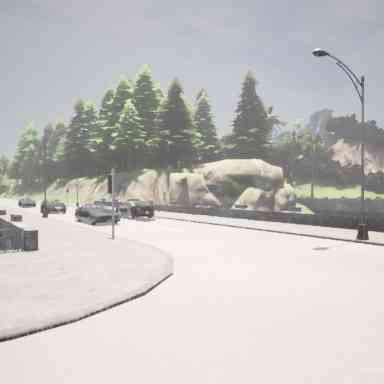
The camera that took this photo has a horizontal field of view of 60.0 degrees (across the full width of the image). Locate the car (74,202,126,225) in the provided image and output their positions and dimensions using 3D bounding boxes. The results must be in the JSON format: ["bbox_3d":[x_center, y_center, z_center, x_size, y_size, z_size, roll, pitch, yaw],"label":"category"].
[{"bbox_3d":[-7.014,1.552,24.221,2.033,1.411,5.357,0,0,-35],"label":"car"}]

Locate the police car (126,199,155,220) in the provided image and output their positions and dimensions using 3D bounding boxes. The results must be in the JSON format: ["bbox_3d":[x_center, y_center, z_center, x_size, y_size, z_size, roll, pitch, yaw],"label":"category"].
[{"bbox_3d":[-5.058,1.431,28.547,1.930,1.638,5.238,0,0,-35],"label":"police car"}]

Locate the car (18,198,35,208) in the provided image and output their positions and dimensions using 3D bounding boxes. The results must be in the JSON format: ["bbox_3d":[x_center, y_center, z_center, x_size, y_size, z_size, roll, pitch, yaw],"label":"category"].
[{"bbox_3d":[-24.058,1.565,48.371,2.033,1.411,5.357,0,0,-35],"label":"car"}]

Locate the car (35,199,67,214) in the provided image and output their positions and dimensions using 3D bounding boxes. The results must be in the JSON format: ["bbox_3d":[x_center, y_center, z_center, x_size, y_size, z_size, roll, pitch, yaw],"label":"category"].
[{"bbox_3d":[-14.549,1.496,34.832,2.128,1.511,4.902,0,0,-35],"label":"car"}]
